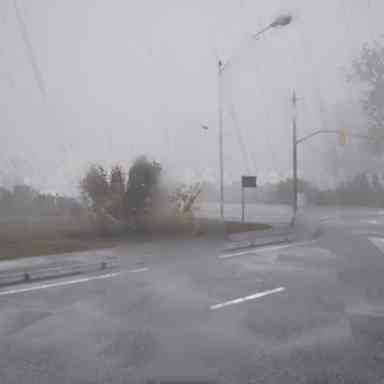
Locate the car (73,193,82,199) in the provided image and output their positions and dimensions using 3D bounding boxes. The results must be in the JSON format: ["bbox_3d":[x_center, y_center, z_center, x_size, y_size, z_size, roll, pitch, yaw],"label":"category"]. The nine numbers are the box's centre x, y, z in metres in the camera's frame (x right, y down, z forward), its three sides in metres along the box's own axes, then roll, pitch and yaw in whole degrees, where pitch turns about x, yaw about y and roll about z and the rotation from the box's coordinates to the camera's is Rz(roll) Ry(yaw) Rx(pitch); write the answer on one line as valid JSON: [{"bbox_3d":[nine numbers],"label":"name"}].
[{"bbox_3d":[-30.744,1.091,89.331,1.837,1.490,4.892,-1,1,-35],"label":"car"}]

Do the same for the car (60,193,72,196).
[{"bbox_3d":[-33.787,0.999,87.566,2.097,1.767,4.553,-1,1,-35],"label":"car"}]
